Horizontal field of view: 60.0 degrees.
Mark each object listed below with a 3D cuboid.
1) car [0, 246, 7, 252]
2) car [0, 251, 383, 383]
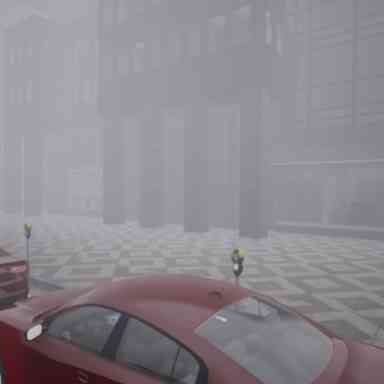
[{"bbox_3d":[-4.998,1.457,6.538,4.507,1.381,1.887,1,1,36],"label":"car"},{"bbox_3d":[-0.414,1.521,3.260,4.507,1.381,1.887,1,1,36],"label":"car"}]
